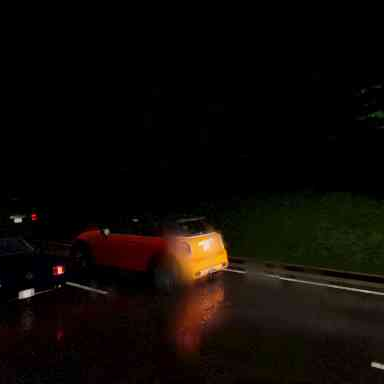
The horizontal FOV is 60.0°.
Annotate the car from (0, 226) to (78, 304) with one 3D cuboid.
[{"bbox_3d":[-4.881,1.601,7.476,4.718,1.301,1.895,0,0,35],"label":"car"}]

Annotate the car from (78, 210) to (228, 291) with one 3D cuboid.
[{"bbox_3d":[-1.355,1.352,9.263,4.553,1.767,2.097,0,0,36],"label":"car"}]

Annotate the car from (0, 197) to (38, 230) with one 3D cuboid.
[{"bbox_3d":[-9.102,1.222,14.788,5.566,2.045,2.150,0,0,36],"label":"car"}]
